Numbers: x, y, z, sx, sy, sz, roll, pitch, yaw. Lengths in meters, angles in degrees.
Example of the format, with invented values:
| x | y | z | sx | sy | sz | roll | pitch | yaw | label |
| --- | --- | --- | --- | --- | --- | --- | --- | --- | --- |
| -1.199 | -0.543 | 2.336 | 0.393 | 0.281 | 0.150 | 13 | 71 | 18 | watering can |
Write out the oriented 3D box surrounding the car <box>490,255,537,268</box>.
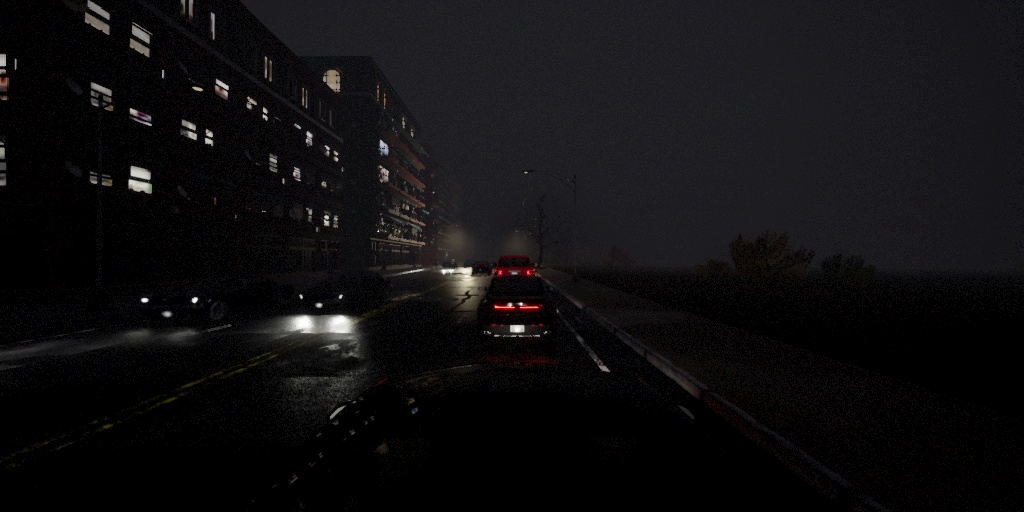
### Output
| x | y | z | sx | sy | sz | roll | pitch | yaw | label |
| --- | --- | --- | --- | --- | --- | --- | --- | --- | --- |
| 0.121 | 0.974 | 20.190 | 2.150 | 2.045 | 5.566 | 0 | 0 | 0 | car |

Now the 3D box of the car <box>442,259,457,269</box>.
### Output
| x | y | z | sx | sy | sz | roll | pitch | yaw | label |
| --- | --- | --- | --- | --- | --- | --- | --- | --- | --- |
| -9.775 | 1.243 | 56.290 | 2.128 | 1.511 | 4.902 | 0 | 0 | 0 | car |

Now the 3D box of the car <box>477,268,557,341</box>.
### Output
| x | y | z | sx | sy | sz | roll | pitch | yaw | label |
| --- | --- | --- | --- | --- | --- | --- | --- | --- | --- |
| 0.111 | 1.256 | 9.843 | 1.837 | 1.490 | 4.892 | 0 | 0 | 0 | car |

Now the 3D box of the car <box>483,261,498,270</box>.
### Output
| x | y | z | sx | sy | sz | roll | pitch | yaw | label |
| --- | --- | --- | --- | --- | --- | --- | --- | --- | --- |
| -3.091 | 1.353 | 52.158 | 1.895 | 1.301 | 4.718 | 0 | 0 | 0 | car |

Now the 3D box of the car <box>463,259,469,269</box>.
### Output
| x | y | z | sx | sy | sz | roll | pitch | yaw | label |
| --- | --- | --- | --- | --- | --- | --- | --- | --- | --- |
| -6.526 | 1.230 | 56.570 | 1.882 | 1.535 | 5.008 | 0 | 0 | 0 | car |

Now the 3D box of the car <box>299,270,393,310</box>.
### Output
| x | y | z | sx | sy | sz | roll | pitch | yaw | label |
| --- | --- | --- | --- | --- | --- | --- | --- | --- | --- |
| -6.583 | 1.299 | 14.893 | 2.033 | 1.411 | 5.357 | 0 | 0 | 0 | car |

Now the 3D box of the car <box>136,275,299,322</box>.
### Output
| x | y | z | sx | sy | sz | roll | pitch | yaw | label |
| --- | --- | --- | --- | --- | --- | --- | --- | --- | --- |
| -9.835 | 1.352 | 12.446 | 1.895 | 1.301 | 4.718 | 0 | 0 | 0 | car |

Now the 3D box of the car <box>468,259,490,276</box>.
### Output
| x | y | z | sx | sy | sz | roll | pitch | yaw | label |
| --- | --- | --- | --- | --- | --- | --- | --- | --- | --- |
| -3.108 | 1.231 | 37.945 | 1.882 | 1.535 | 5.008 | 0 | 0 | 0 | car |
